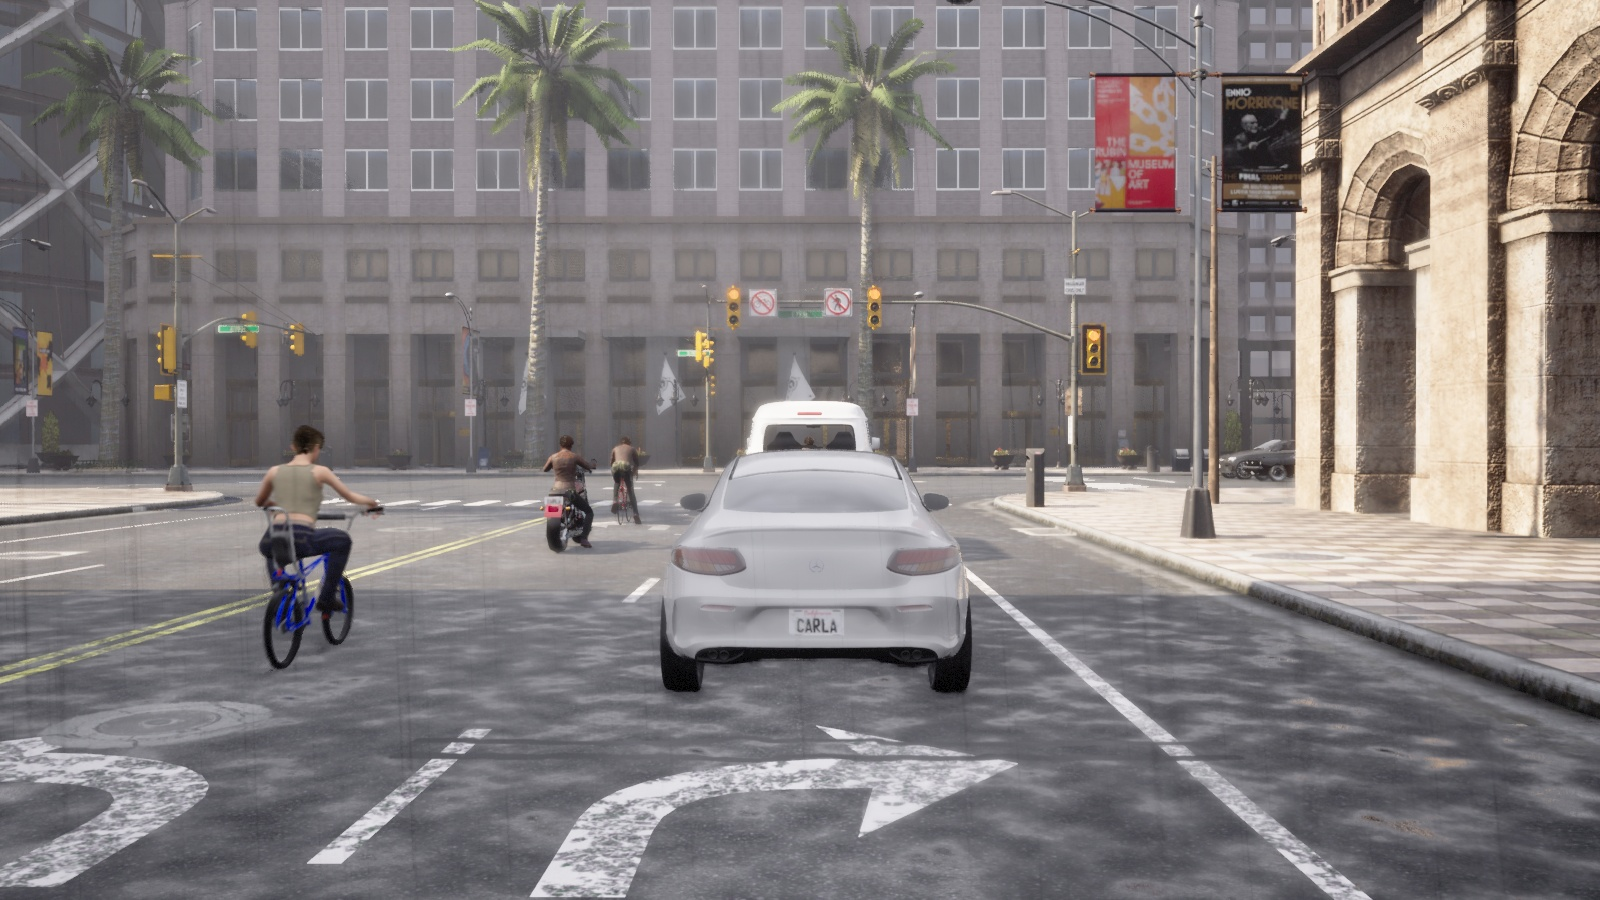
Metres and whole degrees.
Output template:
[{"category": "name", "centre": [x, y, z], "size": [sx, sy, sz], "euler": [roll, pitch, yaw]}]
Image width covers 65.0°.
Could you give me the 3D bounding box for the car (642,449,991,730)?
[{"category": "car", "centre": [0.104, 0.722, 8.867], "size": [1.812, 1.442, 4.674], "euler": [0, 0, 0]}]

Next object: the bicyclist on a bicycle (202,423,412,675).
[{"category": "bicyclist on a bicycle", "centre": [-3.391, 0.631, 8.799], "size": [0.866, 1.612, 1.509], "euler": [0, 0, 0]}]

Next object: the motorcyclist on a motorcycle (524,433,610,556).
[{"category": "motorcyclist on a motorcycle", "centre": [-3.299, 0.593, 17.981], "size": [0.766, 1.649, 2.350], "euler": [0, 0, 1]}]

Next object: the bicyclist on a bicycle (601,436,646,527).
[{"category": "bicyclist on a bicycle", "centre": [-3.256, 0.565, 23.313], "size": [0.582, 1.620, 1.656], "euler": [0, 0, 1]}]

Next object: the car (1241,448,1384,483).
[{"category": "car", "centre": [19.545, 0.591, 48.045], "size": [4.718, 1.301, 1.895], "euler": [0, 0, 1]}]

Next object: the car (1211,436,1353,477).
[{"category": "car", "centre": [19.711, 0.250, 51.521], "size": [5.027, 1.651, 2.152], "euler": [0, 0, 1]}]

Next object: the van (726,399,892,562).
[{"category": "van", "centre": [0.170, 0.369, 17.908], "size": [2.069, 2.038, 4.480], "euler": [0, 0, 1]}]
